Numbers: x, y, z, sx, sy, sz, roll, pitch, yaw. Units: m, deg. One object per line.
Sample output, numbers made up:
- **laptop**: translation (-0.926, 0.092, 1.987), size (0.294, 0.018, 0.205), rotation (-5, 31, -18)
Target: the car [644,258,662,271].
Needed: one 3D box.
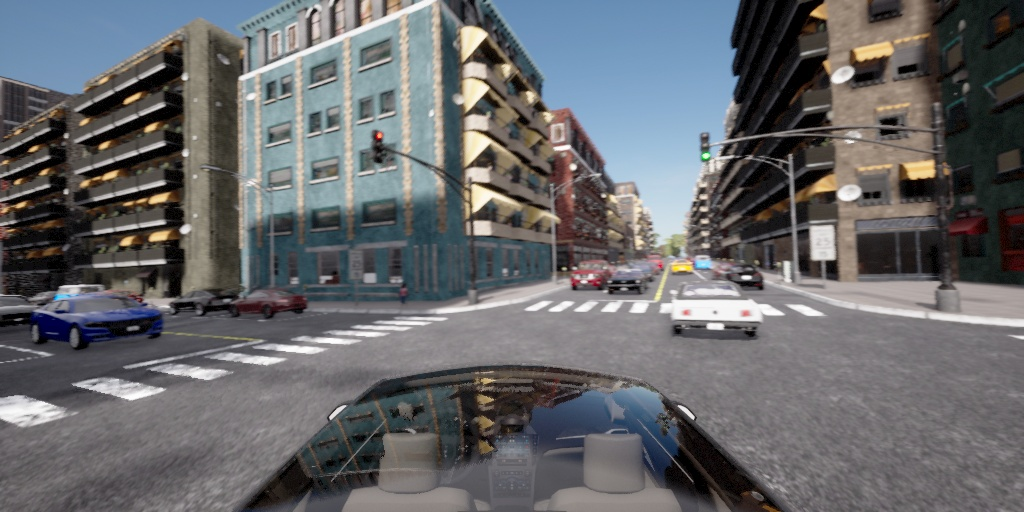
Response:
- **car**: translation (14.840, 1.281, 38.602), size (1.812, 1.442, 4.674), rotation (-2, -1, 24)

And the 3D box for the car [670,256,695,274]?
- **car**: translation (18.016, 1.110, 38.100), size (1.882, 1.535, 5.008), rotation (-2, -1, 24)

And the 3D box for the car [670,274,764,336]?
- **car**: translation (5.660, 1.371, 10.430), size (1.895, 1.301, 4.718), rotation (-3, -1, 24)

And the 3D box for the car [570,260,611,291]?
- **car**: translation (5.379, 1.221, 23.905), size (2.192, 1.841, 5.009), rotation (0, 0, 24)

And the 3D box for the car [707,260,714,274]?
- **car**: translation (15.280, 1.148, 25.542), size (1.802, 1.307, 4.207), rotation (0, 0, 24)

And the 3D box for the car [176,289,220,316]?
- **car**: translation (-16.731, 2.467, 19.591), size (4.313, 1.339, 1.948), rotation (0, 0, 24)

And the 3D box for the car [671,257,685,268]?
- **car**: translation (26.607, 1.055, 57.594), size (1.882, 1.535, 5.008), rotation (-2, -1, 24)

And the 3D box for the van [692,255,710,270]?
- **van**: translation (24.362, 0.845, 45.893), size (1.690, 1.789, 3.998), rotation (0, 0, 24)

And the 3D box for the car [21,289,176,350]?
- **car**: translation (-13.741, 2.035, 11.877), size (5.008, 1.535, 1.882), rotation (-3, -2, 24)

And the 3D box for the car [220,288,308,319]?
- **car**: translation (-11.709, 2.224, 17.306), size (4.207, 1.307, 1.802), rotation (0, 0, 24)

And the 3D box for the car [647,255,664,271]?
- **car**: translation (19.141, 0.947, 48.243), size (2.150, 2.045, 5.566), rotation (-2, -1, 24)

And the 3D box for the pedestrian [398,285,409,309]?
- **pedestrian**: translation (-5.183, 1.529, 17.104), size (0.375, 1.860, 0.375), rotation (-2, -1, 24)

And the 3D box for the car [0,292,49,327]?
- **car**: translation (-22.948, 2.538, 16.071), size (4.892, 1.490, 1.837), rotation (-3, -2, 24)

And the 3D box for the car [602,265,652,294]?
- **car**: translation (6.752, 1.415, 20.732), size (1.895, 1.301, 4.718), rotation (-2, -1, 25)

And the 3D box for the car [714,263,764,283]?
- **car**: translation (13.010, 1.147, 20.455), size (1.948, 1.339, 4.313), rotation (0, 0, 24)

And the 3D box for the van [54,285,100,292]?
- **van**: translation (-31.796, 3.023, 26.447), size (3.998, 1.789, 1.690), rotation (0, 0, 24)

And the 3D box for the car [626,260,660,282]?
- **car**: translation (10.730, 1.333, 29.571), size (2.033, 1.411, 5.357), rotation (-2, -1, 24)

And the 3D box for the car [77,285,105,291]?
- **car**: translation (-26.774, 2.967, 24.162), size (4.507, 1.381, 1.888), rotation (0, 0, 24)
